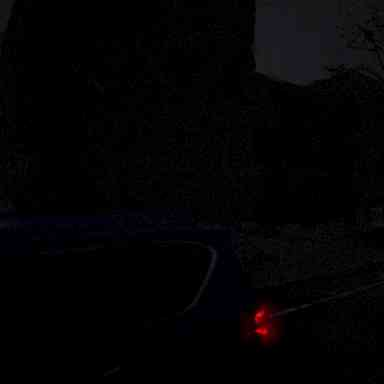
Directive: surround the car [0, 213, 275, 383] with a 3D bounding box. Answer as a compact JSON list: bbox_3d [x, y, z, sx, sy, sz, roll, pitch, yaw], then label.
[{"bbox_3d":[-1.922,1.220,2.013,5.566,2.045,2.150,0,0,-35],"label":"car"}]
